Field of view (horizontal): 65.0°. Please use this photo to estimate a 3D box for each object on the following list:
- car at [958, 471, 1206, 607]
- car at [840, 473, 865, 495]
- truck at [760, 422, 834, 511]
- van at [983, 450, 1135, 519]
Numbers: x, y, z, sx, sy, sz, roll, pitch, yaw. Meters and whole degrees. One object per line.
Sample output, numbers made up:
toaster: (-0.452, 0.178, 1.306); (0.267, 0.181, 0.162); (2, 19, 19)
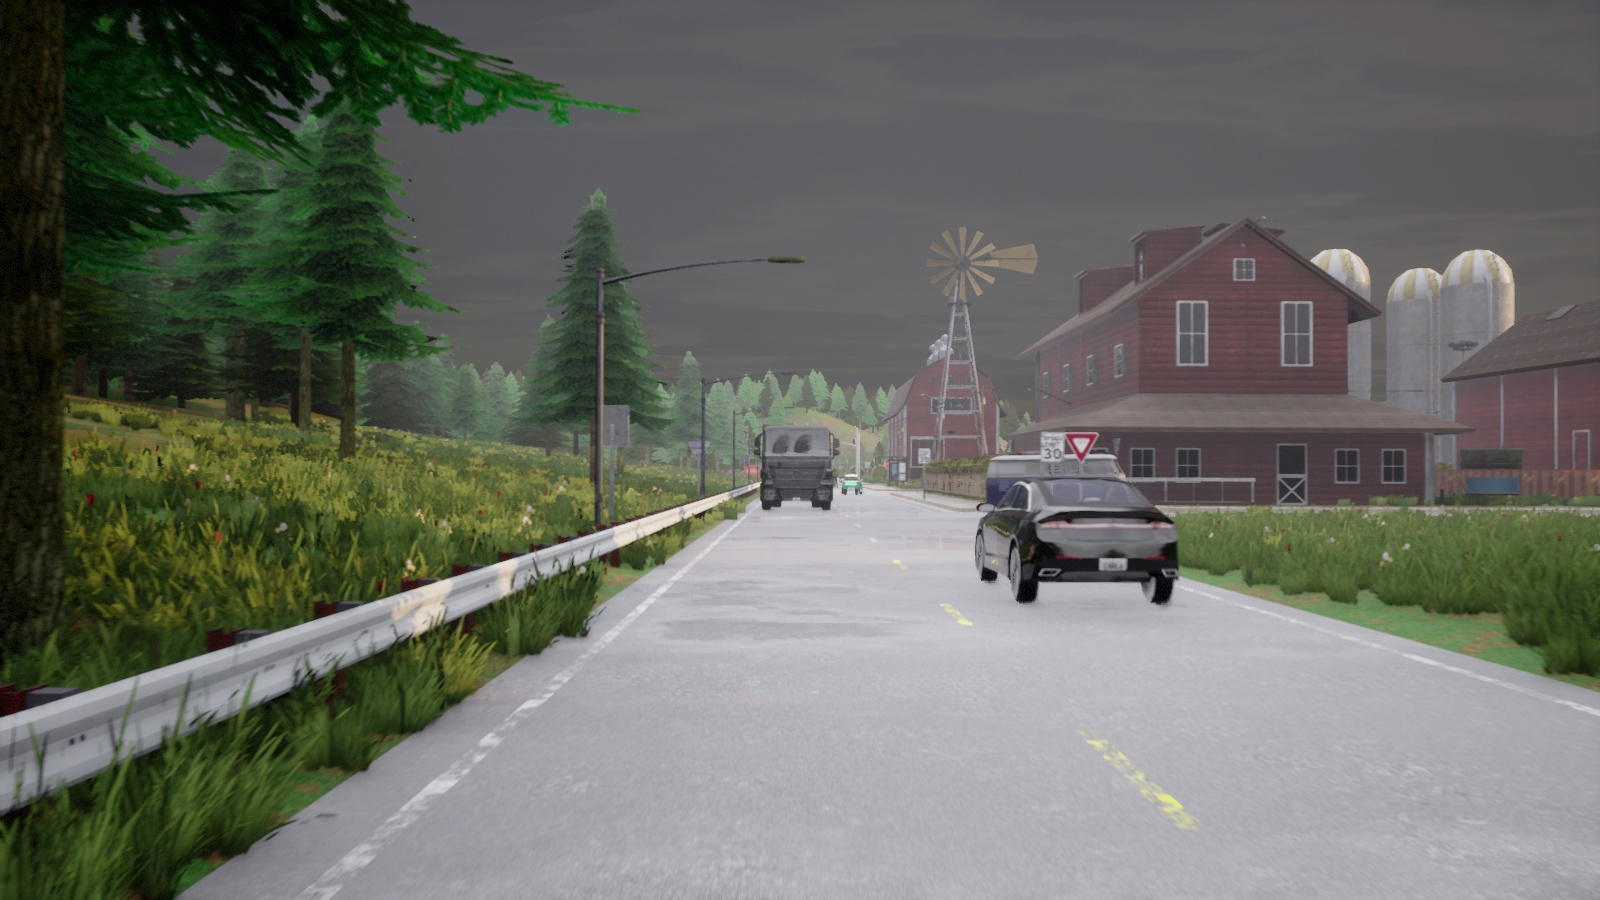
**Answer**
car: (3.460, 1.033, 16.475); (2.128, 1.511, 4.902); (0, -1, 0)
car: (3.518, 2.263, 84.113); (1.481, 1.376, 2.207); (-1, -1, 7)
truck: (-0.132, 0.719, 52.839); (2.891, 3.462, 7.936); (0, -1, 0)
van: (7.946, 1.059, 38.686); (4.442, 1.987, 1.775); (-1, -1, 11)
